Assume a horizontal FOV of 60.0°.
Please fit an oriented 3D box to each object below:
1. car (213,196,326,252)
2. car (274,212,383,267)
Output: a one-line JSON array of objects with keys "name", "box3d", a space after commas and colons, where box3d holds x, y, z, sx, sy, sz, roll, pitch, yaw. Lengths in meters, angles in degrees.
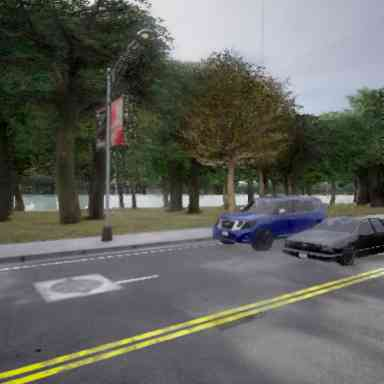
[{"name": "car", "box3d": [3.518, 1.221, 14.206, 5.566, 2.045, 2.150, 0, 0, -35]}, {"name": "car", "box3d": [5.542, 1.547, 11.647, 5.357, 1.411, 2.033, 0, 0, -35]}]
